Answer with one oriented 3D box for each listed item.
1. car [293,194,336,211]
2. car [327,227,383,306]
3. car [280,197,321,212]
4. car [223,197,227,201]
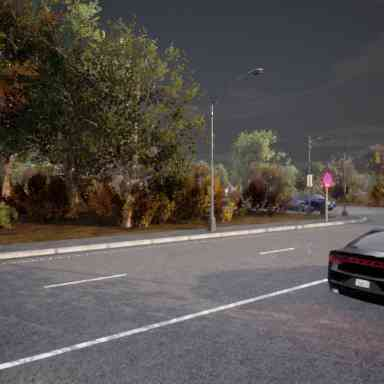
[{"bbox_3d":[14.746,1.220,40.685,2.150,2.045,5.566,0,0,-31],"label":"car"},{"bbox_3d":[5.051,1.477,7.370,5.008,1.535,1.882,0,0,-36],"label":"car"},{"bbox_3d":[12.144,1.563,38.215,1.994,1.385,4.181,0,0,-32],"label":"car"},{"bbox_3d":[4.912,1.504,49.612,1.812,1.442,4.674,0,0,-32],"label":"car"}]
